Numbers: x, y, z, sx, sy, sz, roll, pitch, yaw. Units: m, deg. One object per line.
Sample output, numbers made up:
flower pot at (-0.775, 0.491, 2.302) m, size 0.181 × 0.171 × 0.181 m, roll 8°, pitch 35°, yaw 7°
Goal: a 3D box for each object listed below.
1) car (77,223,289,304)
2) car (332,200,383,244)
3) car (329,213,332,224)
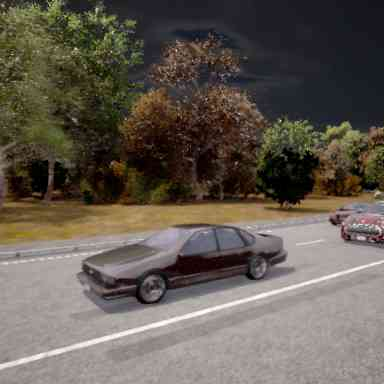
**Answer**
car at (0.066, 1.514, 8.262) m, size 5.357 × 1.411 × 2.033 m, roll -1°, pitch 0°, yaw -35°
car at (8.329, 1.148, 14.106) m, size 4.553 × 1.767 × 2.097 m, roll -1°, pitch 1°, yaw -35°
car at (9.979, 1.275, 19.677) m, size 4.181 × 1.385 × 1.994 m, roll -1°, pitch 1°, yaw -35°
